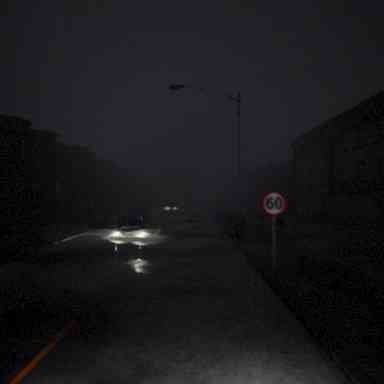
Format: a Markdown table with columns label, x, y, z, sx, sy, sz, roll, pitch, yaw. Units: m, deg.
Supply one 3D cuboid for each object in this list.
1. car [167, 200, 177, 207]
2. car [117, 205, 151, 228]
| label | x | y | z | sx | sy | sz | roll | pitch | yaw |
| --- | --- | --- | --- | --- | --- | --- | --- | --- | --- |
| car | -3.911 | 2.197 | 66.041 | 1.895 | 1.301 | 4.718 | 1 | -1 | 0 |
| car | -4.095 | 1.700 | 24.049 | 1.882 | 1.535 | 5.008 | 0 | -1 | 0 |
